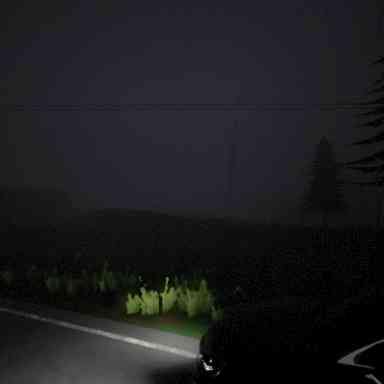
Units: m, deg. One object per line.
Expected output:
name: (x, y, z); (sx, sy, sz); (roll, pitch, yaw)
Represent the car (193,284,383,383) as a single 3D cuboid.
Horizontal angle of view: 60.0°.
car: (2.367, 1.523, 2.750); (4.892, 1.490, 1.837); (0, 0, 26)
